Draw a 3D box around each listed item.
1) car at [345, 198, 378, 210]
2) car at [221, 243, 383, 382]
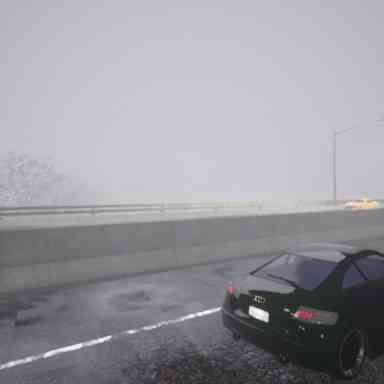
[{"bbox_3d":[20.001,1.532,39.173,5.008,1.535,1.882,0,0,-34],"label":"car"},{"bbox_3d":[2.509,1.564,5.513,4.181,1.385,1.994,0,0,-35],"label":"car"}]
